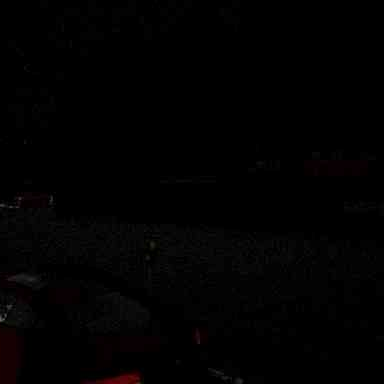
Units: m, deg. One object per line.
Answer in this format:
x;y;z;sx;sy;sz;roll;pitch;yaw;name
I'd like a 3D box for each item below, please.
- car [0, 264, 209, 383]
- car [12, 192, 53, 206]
-1.773;1.581;4.062;4.206;1.307;1.802;0;1;35;car
-19.796;0.764;41.337;2.097;1.767;4.553;1;2;35;car
